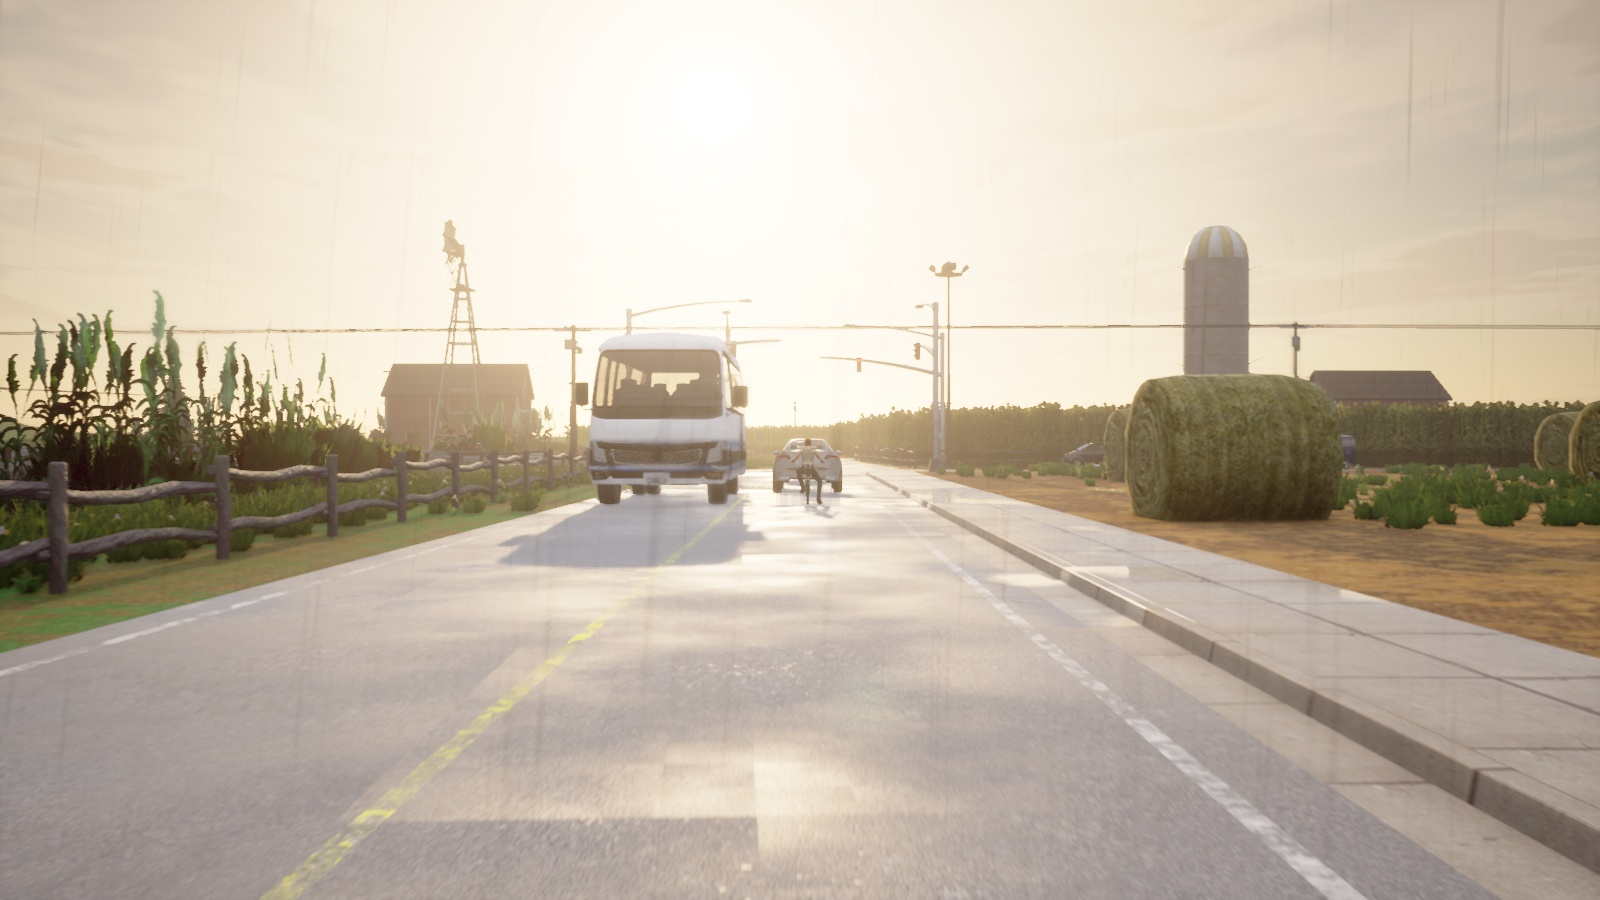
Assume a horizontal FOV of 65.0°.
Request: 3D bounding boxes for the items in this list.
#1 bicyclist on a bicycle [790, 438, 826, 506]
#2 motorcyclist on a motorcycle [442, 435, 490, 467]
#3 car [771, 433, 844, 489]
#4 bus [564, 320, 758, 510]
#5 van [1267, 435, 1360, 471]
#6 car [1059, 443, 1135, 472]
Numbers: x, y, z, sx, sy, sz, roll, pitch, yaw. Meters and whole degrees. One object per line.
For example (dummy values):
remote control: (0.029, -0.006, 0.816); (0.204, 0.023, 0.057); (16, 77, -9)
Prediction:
bicyclist on a bicycle: (0.187, 0.511, 30.573); (0.866, 1.612, 1.509); (0, 0, 0)
motorcyclist on a motorcycle: (-17.413, 0.062, 65.559); (2.191, 1.530, 0.866); (3, 0, 3)
car: (0.237, 0.304, 39.300); (2.152, 1.651, 5.027); (0, 0, 0)
bus: (-3.295, -0.820, 33.264); (3.944, 4.253, 10.273); (0, 0, 0)
van: (28.340, 0.166, 69.389); (4.442, 1.987, 1.775); (0, 0, -3)
car: (16.238, 0.385, 68.848); (3.705, 1.549, 1.789); (0, 0, -2)
